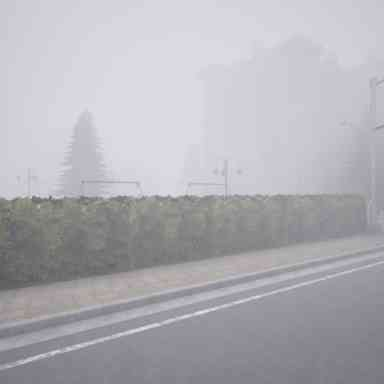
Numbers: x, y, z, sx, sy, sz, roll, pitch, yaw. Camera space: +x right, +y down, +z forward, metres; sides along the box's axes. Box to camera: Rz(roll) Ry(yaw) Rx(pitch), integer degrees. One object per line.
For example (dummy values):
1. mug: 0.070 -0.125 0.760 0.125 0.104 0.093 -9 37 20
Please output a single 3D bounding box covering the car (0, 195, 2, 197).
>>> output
1. car: -40.266 1.374 67.273 3.633 1.501 1.845 0 0 -37
